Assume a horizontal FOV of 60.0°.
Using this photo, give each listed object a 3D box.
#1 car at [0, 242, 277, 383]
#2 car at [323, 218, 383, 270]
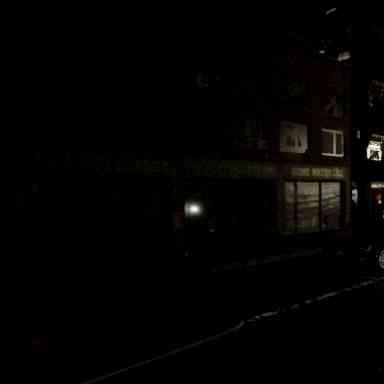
[{"bbox_3d":[-1.550,1.352,2.257,4.553,1.767,2.097,0,0,-35],"label":"car"},{"bbox_3d":[6.123,1.525,10.927,4.507,1.381,1.887,0,0,-35],"label":"car"}]
